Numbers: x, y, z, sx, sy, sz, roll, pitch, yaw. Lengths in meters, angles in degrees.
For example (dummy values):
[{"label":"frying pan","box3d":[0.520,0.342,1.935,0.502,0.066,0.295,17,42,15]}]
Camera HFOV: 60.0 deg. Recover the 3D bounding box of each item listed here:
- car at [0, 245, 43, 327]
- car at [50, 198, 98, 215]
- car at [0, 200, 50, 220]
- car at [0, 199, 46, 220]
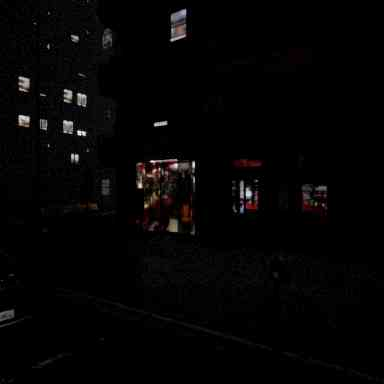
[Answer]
[{"label":"car","box3d":[-4.473,1.551,6.062,4.403,1.369,2.008,0,0,35]},{"label":"car","box3d":[-10.949,1.250,30.497,1.752,1.417,4.829,1,1,35]},{"label":"car","box3d":[-12.793,1.381,23.543,1.994,1.385,4.181,0,1,38]},{"label":"car","box3d":[-14.039,1.350,26.071,2.008,1.369,4.403,1,1,35]}]
